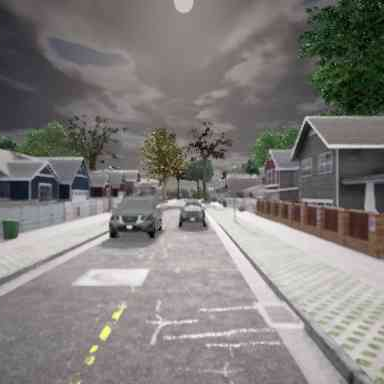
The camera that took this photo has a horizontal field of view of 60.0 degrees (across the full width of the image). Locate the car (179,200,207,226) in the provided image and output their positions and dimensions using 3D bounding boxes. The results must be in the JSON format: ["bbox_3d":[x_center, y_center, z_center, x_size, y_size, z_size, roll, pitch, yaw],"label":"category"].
[{"bbox_3d":[0.053,1.553,23.369,1.812,1.442,4.674,0,0,0],"label":"car"}]

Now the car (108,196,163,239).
[{"bbox_3d":[-2.801,1.238,17.764,2.150,2.045,5.566,0,0,0],"label":"car"}]
